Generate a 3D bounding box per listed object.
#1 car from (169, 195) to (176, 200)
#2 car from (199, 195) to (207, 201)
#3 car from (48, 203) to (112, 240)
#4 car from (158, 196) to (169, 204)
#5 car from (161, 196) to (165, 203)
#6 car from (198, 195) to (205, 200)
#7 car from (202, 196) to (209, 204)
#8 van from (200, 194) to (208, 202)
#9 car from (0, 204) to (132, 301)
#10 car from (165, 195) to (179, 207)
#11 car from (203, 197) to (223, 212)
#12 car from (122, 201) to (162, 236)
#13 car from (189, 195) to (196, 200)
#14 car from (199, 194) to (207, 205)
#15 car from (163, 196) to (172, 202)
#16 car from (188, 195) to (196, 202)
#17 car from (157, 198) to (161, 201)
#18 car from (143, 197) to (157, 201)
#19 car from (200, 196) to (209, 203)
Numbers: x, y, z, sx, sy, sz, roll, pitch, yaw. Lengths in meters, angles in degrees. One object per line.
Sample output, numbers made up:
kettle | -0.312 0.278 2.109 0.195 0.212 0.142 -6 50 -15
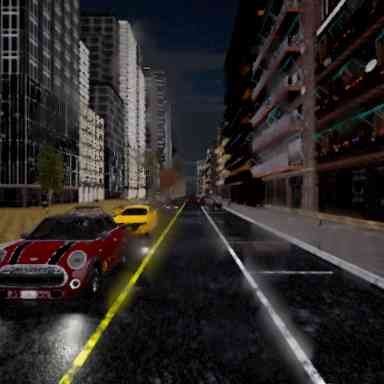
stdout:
car | -5.642 1.645 94.726 1.752 1.417 4.829 0 0 0
car | 2.732 1.541 83.826 1.967 1.590 4.097 0 0 0
car | -5.682 1.448 17.438 1.967 1.590 4.097 0 0 0
car | -5.657 1.591 67.062 1.752 1.417 4.829 0 0 0
car | -5.665 1.593 50.634 2.008 1.369 4.403 0 0 0
car | 2.738 1.673 94.891 2.008 1.369 4.403 0 0 0
car | 2.713 1.589 45.098 2.008 1.369 4.403 0 0 0
van | 2.729 1.431 78.293 1.690 1.788 3.998 0 0 0
car | -3.088 1.355 8.557 2.097 1.767 4.553 0 0 0
car | -3.038 1.609 52.677 1.994 1.385 4.181 0 0 0
car | 2.710 1.583 39.565 2.008 1.369 4.403 0 0 0
car | -3.042 1.488 18.608 1.882 1.535 5.008 0 0 1
car | 0.047 1.554 92.188 1.895 1.301 4.718 0 0 0
car | 2.418 1.411 60.334 2.097 1.767 4.553 0 0 0
car | -5.651 1.669 78.298 1.802 1.307 4.206 0 0 0
car | 0.041 1.476 78.634 1.882 1.535 5.008 0 0 0
car | -5.668 1.475 45.103 1.967 1.590 4.097 0 0 0
car | -5.671 1.580 39.570 2.008 1.369 4.403 0 0 0
car | 2.726 1.661 72.761 1.802 1.307 4.206 0 0 0
